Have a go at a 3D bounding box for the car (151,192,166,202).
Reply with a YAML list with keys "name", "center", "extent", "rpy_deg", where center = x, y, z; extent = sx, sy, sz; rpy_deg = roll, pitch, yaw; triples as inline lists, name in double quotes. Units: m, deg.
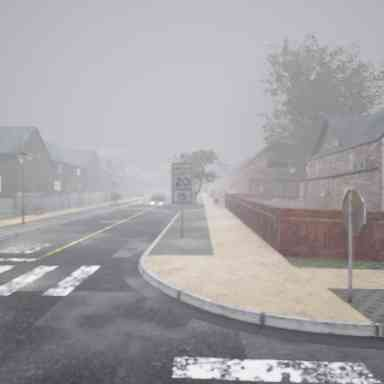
- name: "car"
  center: [-4.997, 0.729, 50.253]
  extent: [1.994, 1.385, 4.181]
  rpy_deg: [0, 1, 2]
